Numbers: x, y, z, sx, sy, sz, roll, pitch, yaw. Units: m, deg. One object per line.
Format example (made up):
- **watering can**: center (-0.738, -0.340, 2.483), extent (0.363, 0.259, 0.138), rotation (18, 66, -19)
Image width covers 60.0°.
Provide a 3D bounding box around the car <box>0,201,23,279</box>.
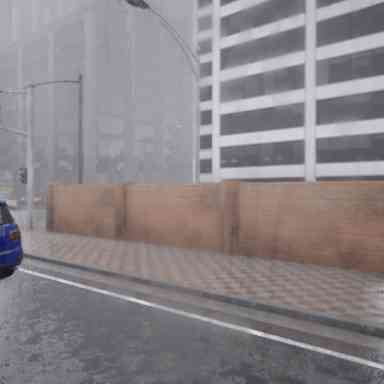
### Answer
- **car**: center (-6.636, 1.190, 8.691), extent (5.566, 2.045, 2.150), rotation (0, 0, 36)
